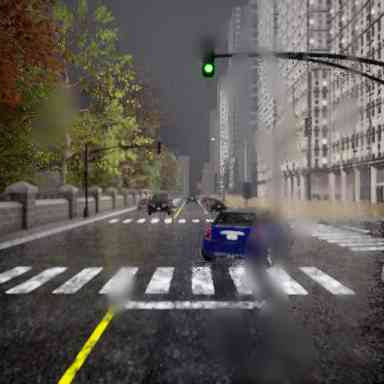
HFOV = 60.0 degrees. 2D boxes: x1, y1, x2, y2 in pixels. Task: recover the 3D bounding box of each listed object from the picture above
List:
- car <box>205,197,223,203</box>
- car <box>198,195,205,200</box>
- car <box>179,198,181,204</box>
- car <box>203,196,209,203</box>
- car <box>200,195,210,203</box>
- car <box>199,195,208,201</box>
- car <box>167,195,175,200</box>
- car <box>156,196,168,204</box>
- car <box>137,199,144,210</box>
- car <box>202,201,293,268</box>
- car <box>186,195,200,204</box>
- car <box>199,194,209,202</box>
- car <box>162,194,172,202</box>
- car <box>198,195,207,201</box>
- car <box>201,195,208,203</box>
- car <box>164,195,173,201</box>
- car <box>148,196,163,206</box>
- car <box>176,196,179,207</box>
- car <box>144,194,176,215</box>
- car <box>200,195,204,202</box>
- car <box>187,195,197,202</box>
[{"bbox_3d":[2.698,1.520,35.545,1.947,1.339,4.313,0,0,0],"label":"car"},{"bbox_3d":[2.711,1.513,91.869,1.802,1.307,4.206,0,0,0],"label":"car"},{"bbox_3d":[-3.034,1.462,59.913,1.812,1.442,4.674,0,0,1],"label":"car"},{"bbox_3d":[2.700,1.515,41.178,1.947,1.339,4.313,0,0,0],"label":"car"},{"bbox_3d":[2.707,1.373,69.340,1.967,1.590,4.097,0,0,0],"label":"car"},{"bbox_3d":[2.708,1.482,80.604,2.008,1.369,4.403,0,0,0],"label":"car"},{"bbox_3d":[-5.669,1.476,91.871,1.887,1.381,4.507,0,0,0],"label":"car"},{"bbox_3d":[-5.675,1.460,63.540,1.752,1.417,4.829,0,0,0],"label":"car"},{"bbox_3d":[-5.680,1.531,41.180,1.802,1.307,4.206,0,0,0],"label":"car"},{"bbox_3d":[2.103,1.330,11.634,2.097,1.767,4.553,0,0,26],"label":"car"},{"bbox_3d":[0.012,1.287,62.732,2.097,1.767,4.553,0,0,0],"label":"car"},{"bbox_3d":[2.708,1.372,74.972,1.967,1.590,4.097,0,0,0],"label":"car"},{"bbox_3d":[-5.672,1.372,74.973,1.967,1.590,4.097,0,0,0],"label":"car"},{"bbox_3d":[2.710,1.482,86.236,2.008,1.369,4.403,0,0,0],"label":"car"},{"bbox_3d":[2.701,1.510,46.811,1.947,1.339,4.313,0,0,0],"label":"car"},{"bbox_3d":[-5.672,1.476,80.606,1.887,1.381,4.507,0,0,0],"label":"car"},{"bbox_3d":[-5.677,1.380,52.445,1.967,1.590,4.097,0,0,0],"label":"car"},{"bbox_3d":[-3.072,1.472,45.362,1.812,1.442,4.674,0,1,0],"label":"car"},{"bbox_3d":[-3.089,1.179,33.345,2.150,2.045,5.566,0,0,0],"label":"car"},{"bbox_3d":[2.705,1.479,63.708,1.887,1.381,4.507,0,0,0],"label":"car"},{"bbox_3d":[0.015,1.360,72.832,1.994,1.385,4.181,0,0,0],"label":"car"}]
